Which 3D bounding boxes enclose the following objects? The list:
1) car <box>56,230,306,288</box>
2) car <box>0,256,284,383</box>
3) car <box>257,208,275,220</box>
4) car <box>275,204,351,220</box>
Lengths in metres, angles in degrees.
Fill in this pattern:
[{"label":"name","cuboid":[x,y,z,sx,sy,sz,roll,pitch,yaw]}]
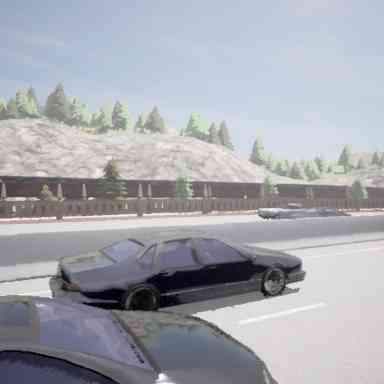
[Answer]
[{"label":"car","cuboid":[-0.113,1.547,7.071,5.357,1.411,2.033,0,0,-28]},{"label":"car","cuboid":[-1.309,1.563,2.462,4.181,1.385,1.994,0,0,-28]},{"label":"car","cuboid":[7.626,1.607,26.901,4.718,1.301,1.895,0,0,-24]},{"label":"car","cuboid":[7.180,1.565,18.913,4.181,1.385,1.994,0,0,-26]}]
